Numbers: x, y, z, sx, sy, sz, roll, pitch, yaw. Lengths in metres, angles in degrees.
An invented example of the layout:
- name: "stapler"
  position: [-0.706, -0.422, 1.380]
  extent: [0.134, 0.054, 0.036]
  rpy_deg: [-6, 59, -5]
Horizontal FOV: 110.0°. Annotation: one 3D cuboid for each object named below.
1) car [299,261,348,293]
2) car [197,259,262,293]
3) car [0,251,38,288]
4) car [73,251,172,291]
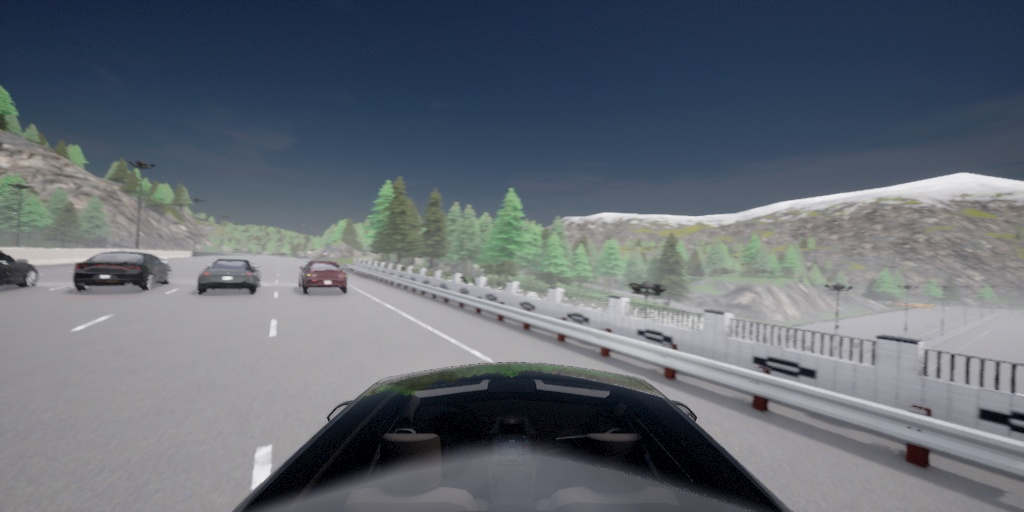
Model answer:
- name: "car"
  position: [-9.223, 0.942, 17.486]
  extent: [1.812, 1.442, 4.674]
  rpy_deg: [3, -1, -33]
- name: "car"
  position: [-12.317, 0.814, 15.854]
  extent: [1.994, 1.385, 4.181]
  rpy_deg: [3, -1, -33]
- name: "car"
  position: [-17.959, 0.435, 11.707]
  extent: [1.837, 1.490, 4.892]
  rpy_deg: [3, -1, -33]
- name: "car"
  position: [-15.834, 0.550, 14.864]
  extent: [1.882, 1.535, 5.008]
  rpy_deg: [3, -1, -33]
